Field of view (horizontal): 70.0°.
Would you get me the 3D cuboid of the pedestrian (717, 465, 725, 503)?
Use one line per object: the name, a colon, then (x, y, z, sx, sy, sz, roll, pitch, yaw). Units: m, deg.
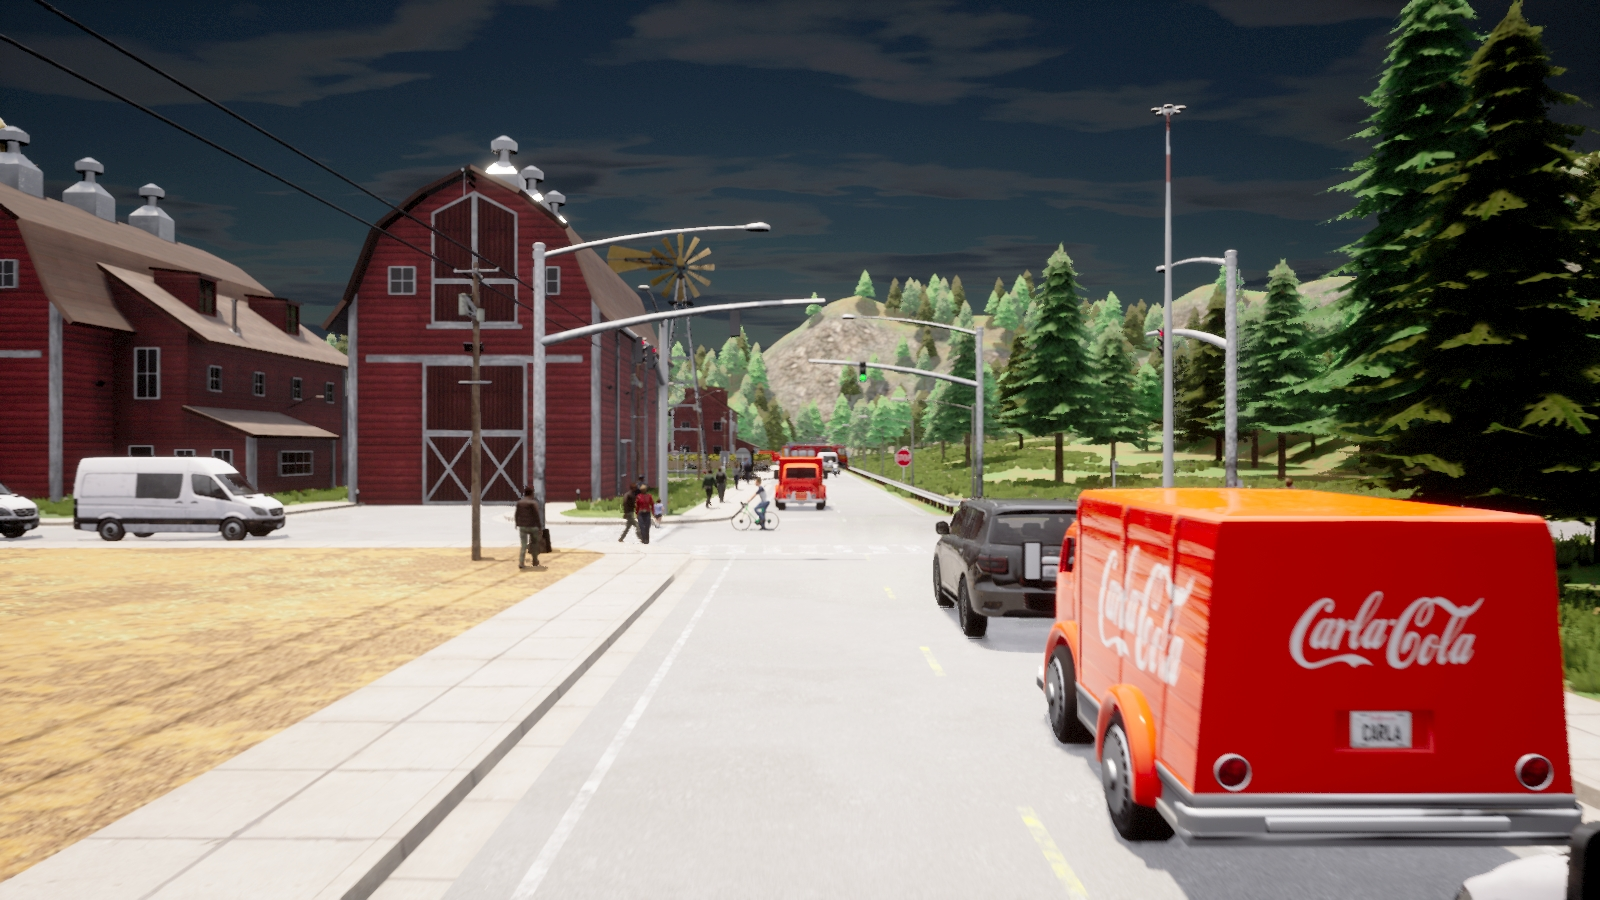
pedestrian: (-3.941, 1.701, 56.933, 0.375, 1.860, 0.375, 0, 0, -1)

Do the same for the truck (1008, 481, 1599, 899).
truck: (3.516, 1.573, 9.441, 2.627, 2.467, 5.204, 0, 0, 0)

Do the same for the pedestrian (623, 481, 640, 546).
pedestrian: (-4.856, 1.825, 32.950, 0.375, 1.860, 0.375, 0, 0, 14)

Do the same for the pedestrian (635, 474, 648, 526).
pedestrian: (-5.767, 1.826, 41.617, 0.375, 1.860, 0.375, 0, 0, 6)

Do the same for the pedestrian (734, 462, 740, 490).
pedestrian: (-4.125, 1.703, 74.622, 0.375, 1.860, 0.375, 0, 0, 2)

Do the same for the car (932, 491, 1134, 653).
car: (3.540, 1.781, 18.564, 2.150, 2.045, 5.566, 0, 0, 0)

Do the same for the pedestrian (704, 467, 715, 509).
pedestrian: (-4.075, 1.700, 51.489, 0.375, 1.860, 0.375, 0, 0, 13)

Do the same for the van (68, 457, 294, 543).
van: (-19.134, 1.507, 35.505, 5.915, 2.561, 1.988, 0, 0, -1)

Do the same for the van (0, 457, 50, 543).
van: (-26.856, 1.511, 35.368, 5.915, 2.561, 1.988, 0, 0, -1)

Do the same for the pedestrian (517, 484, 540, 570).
pedestrian: (-5.952, 1.679, 25.064, 0.375, 1.860, 0.375, 0, 0, 10)

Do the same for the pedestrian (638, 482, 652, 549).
pedestrian: (-4.361, 1.825, 32.134, 0.375, 1.860, 0.375, 0, 0, -2)

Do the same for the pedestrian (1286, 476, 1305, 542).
pedestrian: (14.099, 1.674, 32.494, 0.375, 1.860, 0.375, 0, 0, -2)

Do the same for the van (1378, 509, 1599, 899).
van: (3.512, 1.535, 2.005, 1.988, 2.561, 5.915, 0, 0, 0)

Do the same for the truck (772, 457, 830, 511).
truck: (0.035, 1.573, 54.893, 2.627, 2.467, 5.204, 0, 0, 0)

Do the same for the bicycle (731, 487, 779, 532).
bicycle: (-1.538, 2.039, 39.321, 1.643, 1.496, 0.373, 0, 0, -1)

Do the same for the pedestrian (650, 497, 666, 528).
pedestrian: (-5.022, 2.207, 40.441, 0.500, 1.100, 0.500, 0, 0, 2)

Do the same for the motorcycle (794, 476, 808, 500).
motorcycle: (0.053, 2.175, 66.025, 0.764, 1.277, 2.356, 0, 0, 0)
